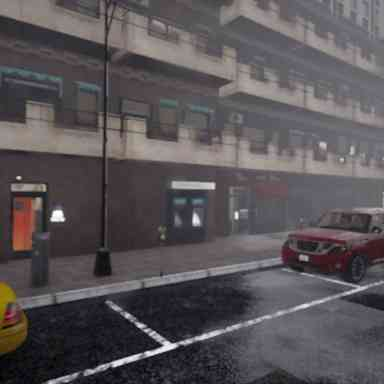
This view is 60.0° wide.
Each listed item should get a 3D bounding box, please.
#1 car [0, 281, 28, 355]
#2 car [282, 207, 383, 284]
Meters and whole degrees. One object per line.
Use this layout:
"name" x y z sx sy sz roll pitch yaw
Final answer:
"car" -4.411 1.507 3.409 4.829 1.417 1.752 1 0 -36
"car" 4.953 1.418 10.090 5.009 1.841 2.192 1 0 -36
